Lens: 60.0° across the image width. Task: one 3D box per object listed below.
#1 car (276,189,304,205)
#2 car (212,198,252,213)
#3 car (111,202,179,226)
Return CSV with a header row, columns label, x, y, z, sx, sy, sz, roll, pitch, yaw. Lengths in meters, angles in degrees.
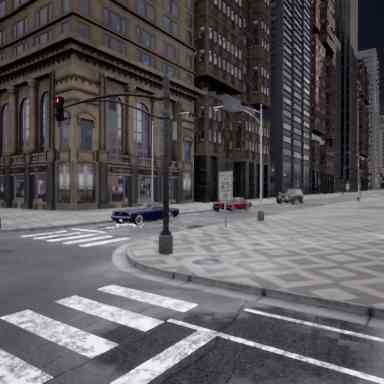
label,x,y,z,sx,sy,sz,roll,pitch,yaw
car,13.019,0.606,43.988,2.150,2.045,5.566,0,1,36
car,3.785,1.195,31.077,1.895,1.301,4.718,0,1,35
car,-2.960,1.351,21.619,1.895,1.301,4.718,0,1,36
